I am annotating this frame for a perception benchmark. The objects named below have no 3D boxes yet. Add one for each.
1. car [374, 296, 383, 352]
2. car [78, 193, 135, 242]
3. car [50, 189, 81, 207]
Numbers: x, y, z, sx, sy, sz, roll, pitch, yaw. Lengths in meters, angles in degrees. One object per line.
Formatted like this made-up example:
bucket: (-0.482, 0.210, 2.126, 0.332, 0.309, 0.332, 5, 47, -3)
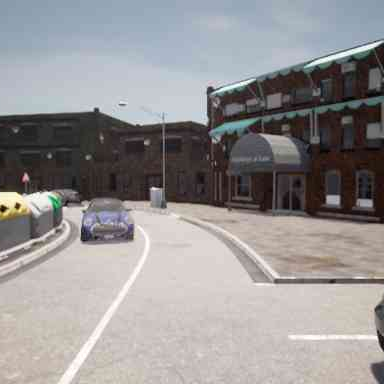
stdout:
car: (4.641, 1.479, 3.575, 4.892, 1.521, 2.231, 0, 1, 0)
car: (-3.873, 1.106, 15.217, 2.097, 1.767, 4.553, -1, 2, -16)
car: (-12.145, 0.518, 30.544, 4.902, 1.511, 2.128, 0, 3, 29)
